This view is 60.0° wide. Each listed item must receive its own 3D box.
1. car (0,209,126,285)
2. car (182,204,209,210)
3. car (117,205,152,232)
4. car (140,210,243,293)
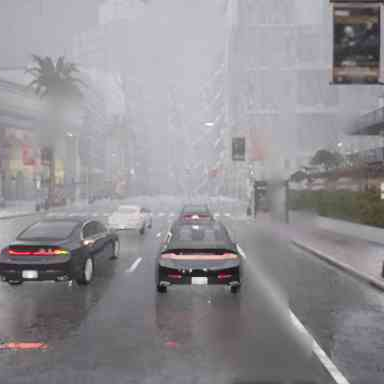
[{"bbox_3d":[-3.356,1.455,9.331,1.837,1.490,4.892,0,0,0],"label":"car"},{"bbox_3d":[0.171,1.409,18.105,1.837,1.490,4.892,0,0,0],"label":"car"},{"bbox_3d":[-3.328,1.429,18.271,1.812,1.442,4.674,0,0,0],"label":"car"},{"bbox_3d":[0.144,1.445,8.688,2.128,1.511,4.902,0,0,0],"label":"car"}]
